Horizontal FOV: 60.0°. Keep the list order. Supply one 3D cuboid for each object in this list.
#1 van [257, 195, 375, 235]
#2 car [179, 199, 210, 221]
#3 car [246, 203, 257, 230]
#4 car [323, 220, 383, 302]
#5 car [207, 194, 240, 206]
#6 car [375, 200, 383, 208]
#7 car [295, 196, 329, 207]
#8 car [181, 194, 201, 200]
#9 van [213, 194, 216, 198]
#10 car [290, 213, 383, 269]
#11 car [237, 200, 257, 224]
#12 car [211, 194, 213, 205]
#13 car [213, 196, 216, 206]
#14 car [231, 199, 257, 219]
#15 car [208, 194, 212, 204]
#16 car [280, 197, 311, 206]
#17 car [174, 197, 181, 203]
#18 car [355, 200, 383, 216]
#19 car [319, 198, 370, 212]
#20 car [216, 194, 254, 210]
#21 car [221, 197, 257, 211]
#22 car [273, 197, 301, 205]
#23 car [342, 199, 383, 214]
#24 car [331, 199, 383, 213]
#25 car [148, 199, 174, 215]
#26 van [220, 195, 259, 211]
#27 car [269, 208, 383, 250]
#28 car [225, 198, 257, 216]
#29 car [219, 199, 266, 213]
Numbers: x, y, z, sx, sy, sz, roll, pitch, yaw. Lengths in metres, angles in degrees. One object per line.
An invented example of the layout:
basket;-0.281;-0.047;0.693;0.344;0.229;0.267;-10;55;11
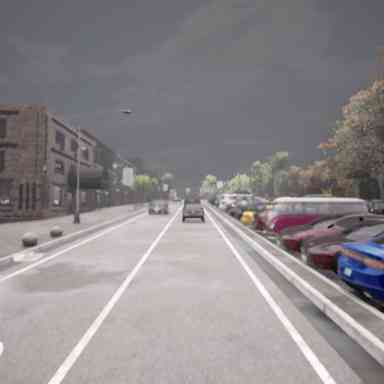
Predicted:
van;5.519;1.258;15.202;4.442;1.987;1.878;0;0;0
car;0.097;1.577;27.409;2.033;1.411;5.357;0;0;0
car;5.661;1.515;18.005;4.792;1.488;2.163;0;0;0
car;5.642;1.479;6.792;5.008;1.535;2.097;0;0;0
car;5.620;1.391;60.051;5.566;2.045;2.435;0;0;0
car;18.667;1.252;29.407;5.566;2.045;2.435;0;0;0
car;18.639;1.462;51.683;4.553;1.767;2.185;0;0;0
car;0.038;1.315;45.016;2.150;2.045;5.566;0;0;1
van;5.478;1.336;46.036;4.442;1.987;1.878;0;0;0
car;5.614;1.510;9.595;4.792;1.488;2.163;0;0;0
car;5.813;1.484;20.809;5.366;1.575;1.946;0;0;0
car;5.560;1.447;48.840;4.553;1.767;2.185;0;0;0
car;5.591;1.553;43.231;4.892;1.521;2.231;0;0;0
car;5.618;1.489;23.608;5.008;1.535;2.097;0;0;0
car;5.619;1.335;51.641;5.566;2.045;2.435;0;0;0
car;18.677;1.643;60.038;5.008;1.535;2.097;0;-1;0
car;-3.255;1.824;75.372;1.895;1.301;4.718;0;-1;0
car;18.719;1.541;32.189;4.792;1.488;2.163;0;0;0
car;18.494;1.540;40.545;5.366;1.575;1.946;0;0;0
car;5.636;1.269;34.822;5.566;2.045;2.435;0;0;0
car;5.607;1.511;32.014;4.892;1.521;2.231;0;0;0
car;18.669;1.697;65.606;5.008;1.535;2.097;0;-1;0
car;18.657;1.552;34.974;4.792;1.488;2.163;0;0;0
car;18.677;1.532;37.759;5.008;1.535;2.097;0;0;0
car;-3.347;1.541;34.027;2.128;1.511;4.902;0;0;0
van;5.716;1.315;40.429;4.442;1.987;1.878;0;0;0
car;5.610;1.512;12.398;4.792;1.488;2.163;0;0;0
car;5.586;1.531;29.216;4.792;1.488;2.163;0;0;0
car;5.598;1.530;37.625;5.008;1.535;2.097;0;0;0
